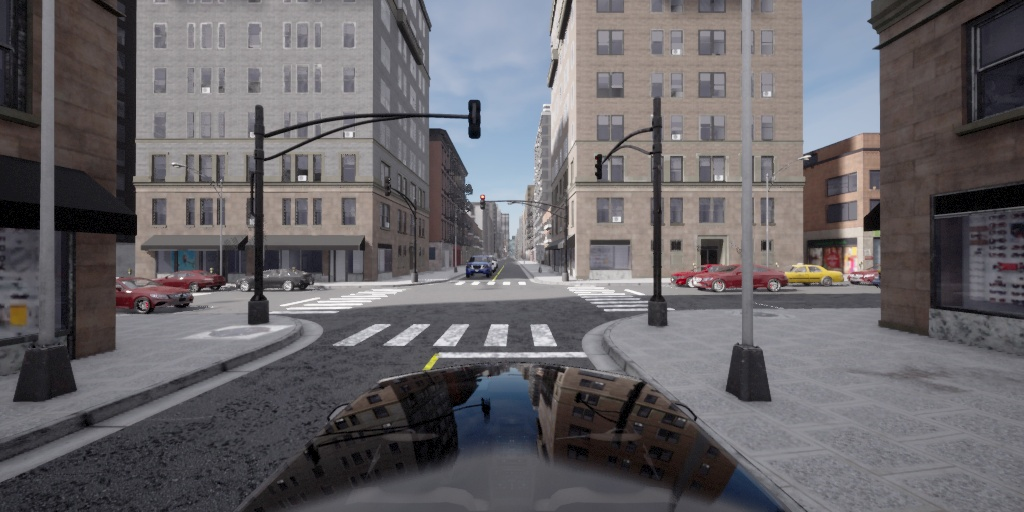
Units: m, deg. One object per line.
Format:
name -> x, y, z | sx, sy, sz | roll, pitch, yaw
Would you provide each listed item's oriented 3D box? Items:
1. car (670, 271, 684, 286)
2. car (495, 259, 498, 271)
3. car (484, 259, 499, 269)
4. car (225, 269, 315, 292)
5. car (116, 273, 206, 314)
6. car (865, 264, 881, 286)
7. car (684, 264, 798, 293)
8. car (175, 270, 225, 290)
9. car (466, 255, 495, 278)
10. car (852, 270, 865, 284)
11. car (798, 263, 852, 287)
car -> 12.130, 1.190, 22.039 | 4.507, 1.381, 1.888 | 0, 0, 0
car -> -3.125, 0.946, 44.900 | 2.150, 2.045, 5.566 | 0, 0, 0
car -> -3.124, 1.181, 55.518 | 1.882, 1.535, 5.008 | 0, 0, 0
car -> -14.632, 1.458, 22.209 | 4.403, 1.370, 2.007 | 0, 0, 0
car -> -14.661, 1.451, 13.683 | 4.207, 1.307, 1.802 | 0, 0, 0
car -> 22.768, 1.077, 19.213 | 5.357, 1.411, 2.033 | -1, 0, 1
car -> 12.186, 1.157, 19.283 | 4.674, 1.442, 1.812 | -1, 0, 1
car -> -20.161, 1.545, 22.244 | 4.207, 1.307, 1.802 | 0, 0, 0
car -> -3.119, 0.960, 34.680 | 2.150, 2.045, 5.566 | 0, 0, 0
car -> 23.116, 1.121, 21.969 | 4.207, 1.307, 1.802 | 0, 0, 0
car -> 17.453, 1.117, 22.004 | 4.829, 1.417, 1.751 | 0, 0, 0
